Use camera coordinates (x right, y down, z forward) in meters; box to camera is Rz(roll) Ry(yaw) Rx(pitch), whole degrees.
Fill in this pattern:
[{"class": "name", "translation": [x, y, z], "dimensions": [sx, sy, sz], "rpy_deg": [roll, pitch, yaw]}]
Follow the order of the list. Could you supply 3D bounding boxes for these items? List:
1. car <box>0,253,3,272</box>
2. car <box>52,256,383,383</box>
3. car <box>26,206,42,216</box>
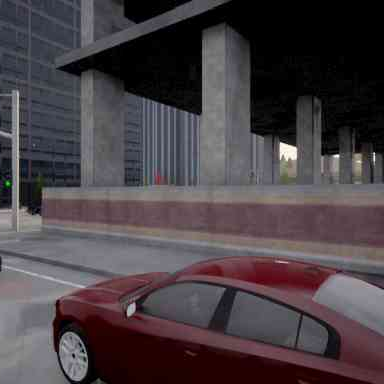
[{"class": "car", "translation": [-6.876, 1.564, 8.844], "dimensions": [4.181, 1.385, 1.994], "rpy_deg": [0, 0, 36]}, {"class": "car", "translation": [0.470, 1.478, 3.655], "dimensions": [5.008, 1.535, 1.882], "rpy_deg": [0, 0, 35]}, {"class": "car", "translation": [-14.070, 1.656, 33.511], "dimensions": [1.895, 1.301, 4.718], "rpy_deg": [0, 0, 36]}]
